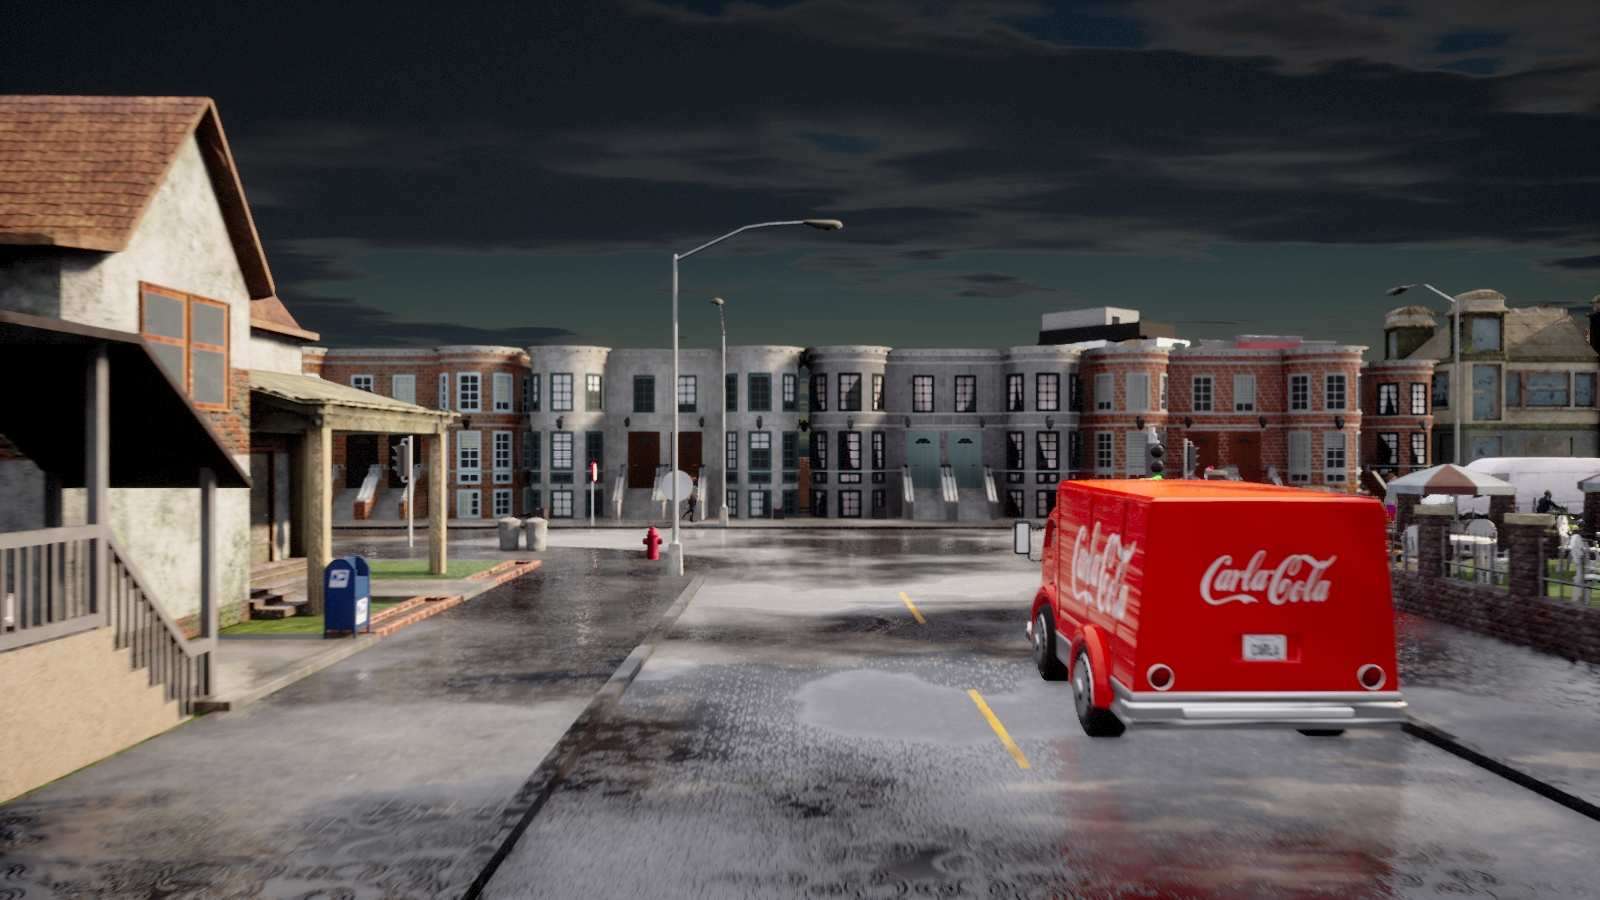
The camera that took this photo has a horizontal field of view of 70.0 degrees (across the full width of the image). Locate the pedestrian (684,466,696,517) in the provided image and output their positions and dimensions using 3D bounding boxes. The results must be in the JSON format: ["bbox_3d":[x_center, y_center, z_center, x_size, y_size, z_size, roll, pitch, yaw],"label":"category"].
[{"bbox_3d":[-4.041,1.524,41.913,0.375,1.860,0.375,0,0,7],"label":"pedestrian"}]

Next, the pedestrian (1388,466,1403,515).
[{"bbox_3d":[22.490,1.526,43.155,0.375,1.860,0.375,0,0,-5],"label":"pedestrian"}]

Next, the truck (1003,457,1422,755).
[{"bbox_3d":[3.999,1.356,12.399,2.627,2.467,5.204,0,1,-1],"label":"truck"}]

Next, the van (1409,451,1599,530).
[{"bbox_3d":[23.834,1.314,38.182,5.915,2.561,1.988,0,0,0],"label":"van"}]
